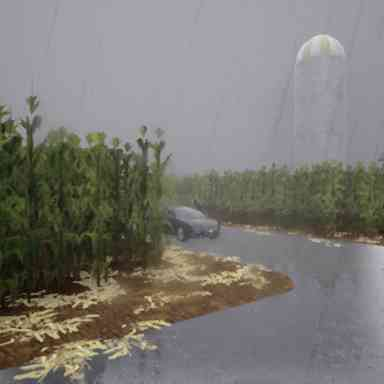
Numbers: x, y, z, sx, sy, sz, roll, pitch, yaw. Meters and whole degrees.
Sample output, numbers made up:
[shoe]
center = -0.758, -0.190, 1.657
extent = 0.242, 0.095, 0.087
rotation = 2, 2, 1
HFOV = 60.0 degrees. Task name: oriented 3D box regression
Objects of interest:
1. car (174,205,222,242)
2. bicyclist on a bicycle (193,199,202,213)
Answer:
[car]
center = -0.552, 1.422, 16.059
extent = 1.837, 1.490, 4.892
rotation = 1, 0, -34
[bicyclist on a bicycle]
center = 0.359, 1.407, 26.119
extent = 1.656, 1.620, 0.582
rotation = 1, 0, -35
